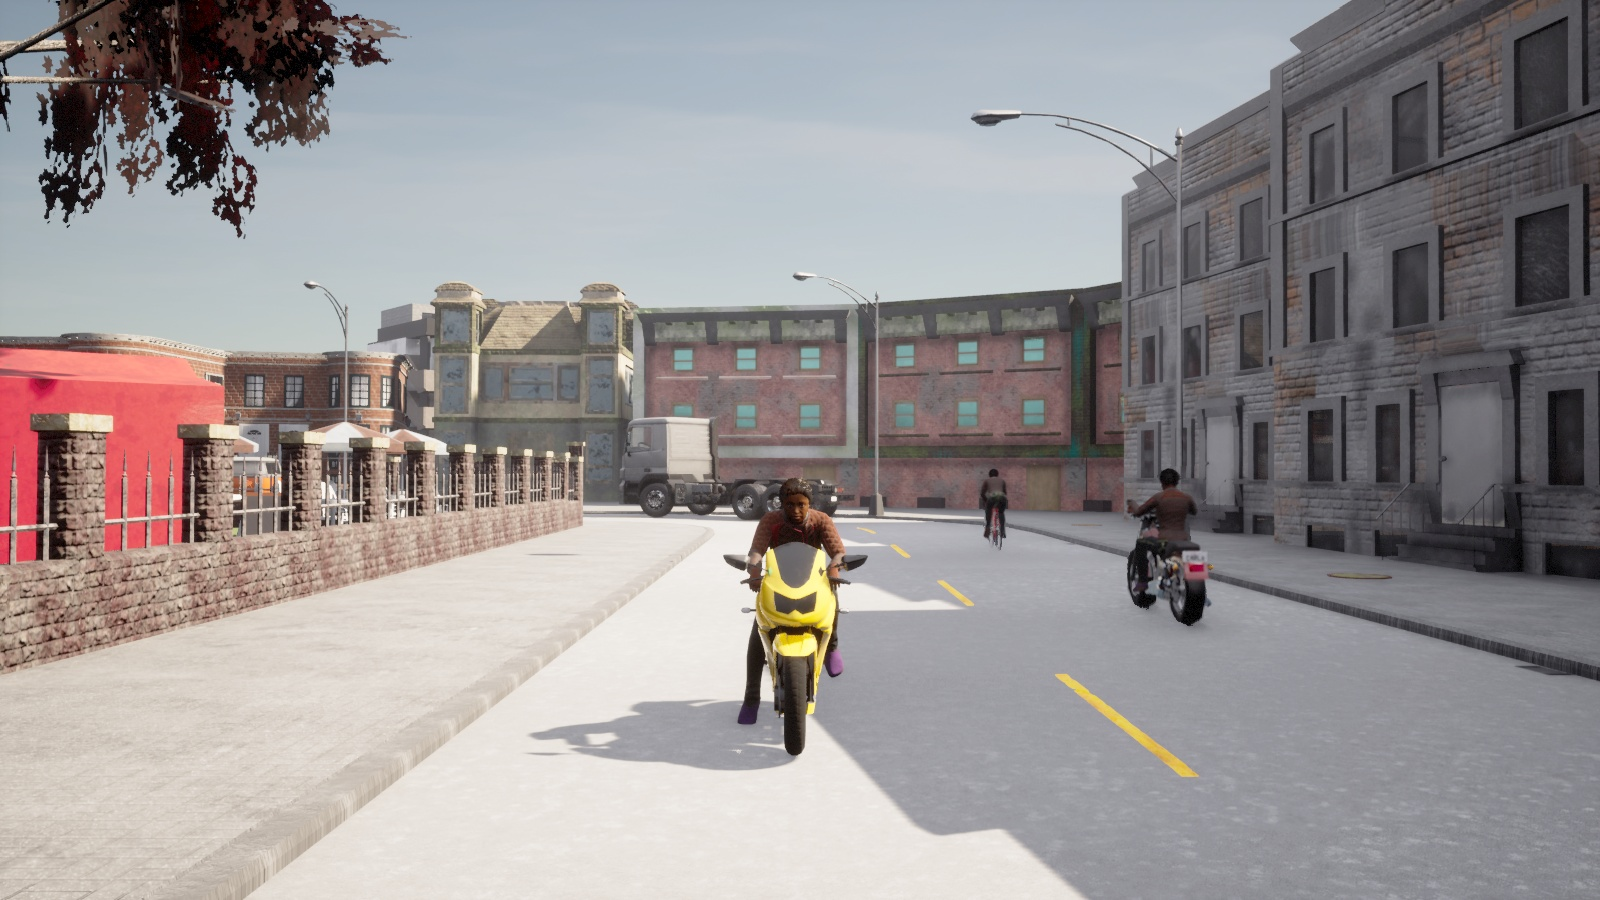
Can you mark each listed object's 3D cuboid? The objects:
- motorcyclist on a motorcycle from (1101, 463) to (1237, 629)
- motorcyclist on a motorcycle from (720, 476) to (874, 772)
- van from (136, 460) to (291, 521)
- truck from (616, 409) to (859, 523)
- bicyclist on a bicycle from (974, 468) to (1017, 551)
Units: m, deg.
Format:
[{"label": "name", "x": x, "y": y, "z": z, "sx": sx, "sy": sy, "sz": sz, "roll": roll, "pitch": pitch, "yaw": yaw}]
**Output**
[{"label": "motorcyclist on a motorcycle", "x": 3.964, "y": 0.979, "z": 13.709, "sx": 0.766, "sy": 1.649, "sz": 2.350, "roll": 0, "pitch": -1, "yaw": 0}, {"label": "motorcyclist on a motorcycle", "x": -0.020, "y": 0.923, "z": 7.552, "sx": 0.797, "sy": 1.523, "sz": 2.044, "roll": 0, "pitch": -1, "yaw": 0}, {"label": "van", "x": -19.921, "y": 1.363, "z": 42.747, "sx": 4.442, "sy": 1.987, "sz": 1.775, "roll": 0, "pitch": -1, "yaw": 0}, {"label": "truck", "x": -2.182, "y": 0.541, "z": 41.610, "sx": 7.936, "sy": 3.462, "sz": 2.891, "roll": -1, "pitch": -1, "yaw": 35}, {"label": "bicyclist on a bicycle", "x": 3.933, "y": 1.177, "z": 25.363, "sx": 0.582, "sy": 1.620, "sz": 1.656, "roll": 0, "pitch": -1, "yaw": 0}]
